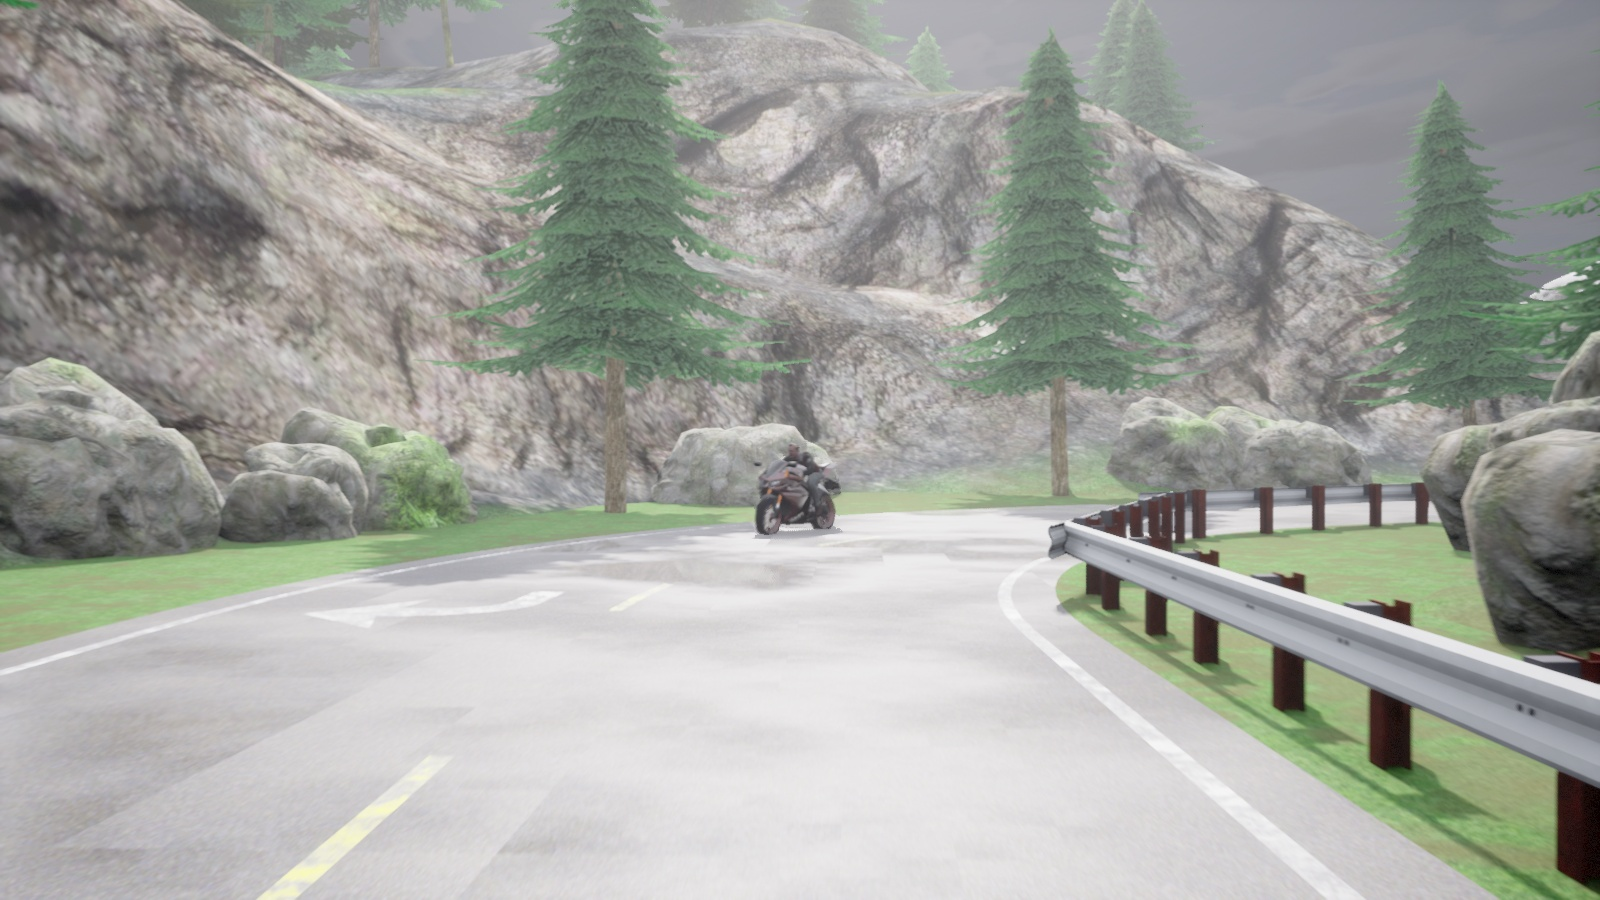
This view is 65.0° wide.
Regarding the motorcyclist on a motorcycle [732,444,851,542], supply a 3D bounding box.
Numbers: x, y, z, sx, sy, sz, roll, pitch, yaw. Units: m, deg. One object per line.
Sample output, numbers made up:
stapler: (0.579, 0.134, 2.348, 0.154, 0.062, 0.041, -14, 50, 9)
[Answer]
motorcyclist on a motorcycle: (-0.113, 0.664, 20.855, 0.866, 1.530, 2.191, 1, 1, 35)
